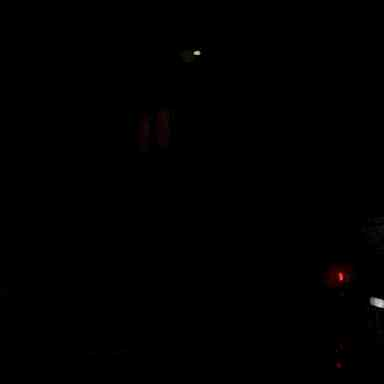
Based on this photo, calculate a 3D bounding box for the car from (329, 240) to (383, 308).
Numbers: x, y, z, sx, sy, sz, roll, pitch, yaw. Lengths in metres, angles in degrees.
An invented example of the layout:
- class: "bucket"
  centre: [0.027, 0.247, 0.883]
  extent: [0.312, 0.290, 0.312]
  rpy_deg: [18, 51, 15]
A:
- class: "car"
  centre: [5.073, 1.661, 7.082]
  extent: [4.718, 1.301, 1.895]
  rpy_deg: [1, 0, -35]
